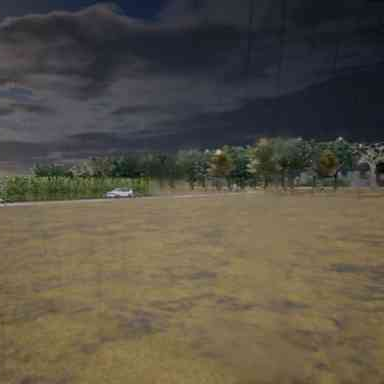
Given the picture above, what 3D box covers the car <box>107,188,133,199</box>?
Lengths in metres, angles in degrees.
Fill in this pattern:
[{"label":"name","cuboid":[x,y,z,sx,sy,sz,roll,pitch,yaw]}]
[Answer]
[{"label":"car","cuboid":[-13.739,0.252,63.816,2.150,2.045,5.566,0,1,36]}]
